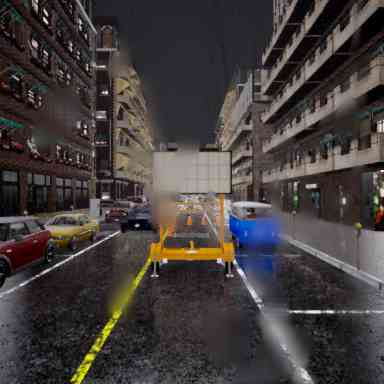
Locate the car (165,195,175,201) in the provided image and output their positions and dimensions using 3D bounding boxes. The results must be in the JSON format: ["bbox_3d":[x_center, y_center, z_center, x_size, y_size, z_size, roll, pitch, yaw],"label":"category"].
[{"bbox_3d":[-5.356,1.552,80.991,2.008,1.369,4.403,1,0,0],"label":"car"}]

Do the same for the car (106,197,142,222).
[{"bbox_3d":[-5.322,1.443,25.501,1.967,1.590,4.097,1,0,0],"label":"car"}]

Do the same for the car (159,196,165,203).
[{"bbox_3d":[-5.337,1.586,47.697,1.802,1.307,4.206,1,0,0],"label":"car"}]

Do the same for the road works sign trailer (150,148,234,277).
[{"bbox_3d":[0.000,0.466,10.229,2.380,3.560,2.880,0,0,0],"label":"road works sign trailer"}]

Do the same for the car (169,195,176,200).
[{"bbox_3d":[-5.363,1.582,92.089,1.802,1.307,4.206,1,0,0],"label":"car"}]

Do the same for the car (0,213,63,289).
[{"bbox_3d":[-5.312,1.442,8.854,1.967,1.590,4.097,1,0,0],"label":"car"}]

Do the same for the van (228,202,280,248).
[{"bbox_3d":[2.566,1.343,14.427,1.690,1.788,3.998,1,0,0],"label":"van"}]

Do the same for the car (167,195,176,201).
[{"bbox_3d":[-5.360,1.567,86.540,1.947,1.339,4.313,1,0,0],"label":"car"}]

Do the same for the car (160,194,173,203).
[{"bbox_3d":[-5.347,1.318,69.893,2.192,1.841,5.009,1,0,0],"label":"car"}]

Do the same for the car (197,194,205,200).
[{"bbox_3d":[2.519,1.440,92.115,1.967,1.590,4.097,1,0,0],"label":"car"}]

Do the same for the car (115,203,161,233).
[{"bbox_3d":[-2.863,1.566,19.398,1.994,1.385,4.181,0,0,0],"label":"car"}]

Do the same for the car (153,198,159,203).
[{"bbox_3d":[-5.327,1.319,36.599,2.192,1.841,5.009,1,0,0],"label":"car"}]

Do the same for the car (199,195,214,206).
[{"bbox_3d":[2.542,1.444,53.271,1.967,1.590,4.097,1,0,0],"label":"car"}]

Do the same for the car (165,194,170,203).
[{"bbox_3d":[-5.343,1.529,58.625,1.752,1.417,4.829,1,0,0],"label":"car"}]

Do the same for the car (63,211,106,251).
[{"bbox_3d":[-5.316,1.527,14.233,1.752,1.417,4.829,1,0,0],"label":"car"}]

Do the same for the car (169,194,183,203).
[{"bbox_3d":[-2.789,1.355,61.930,2.097,1.767,4.553,0,0,0],"label":"car"}]

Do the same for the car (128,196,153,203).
[{"bbox_3d":[-5.324,1.319,31.050,2.192,1.841,5.009,1,0,0],"label":"car"}]
